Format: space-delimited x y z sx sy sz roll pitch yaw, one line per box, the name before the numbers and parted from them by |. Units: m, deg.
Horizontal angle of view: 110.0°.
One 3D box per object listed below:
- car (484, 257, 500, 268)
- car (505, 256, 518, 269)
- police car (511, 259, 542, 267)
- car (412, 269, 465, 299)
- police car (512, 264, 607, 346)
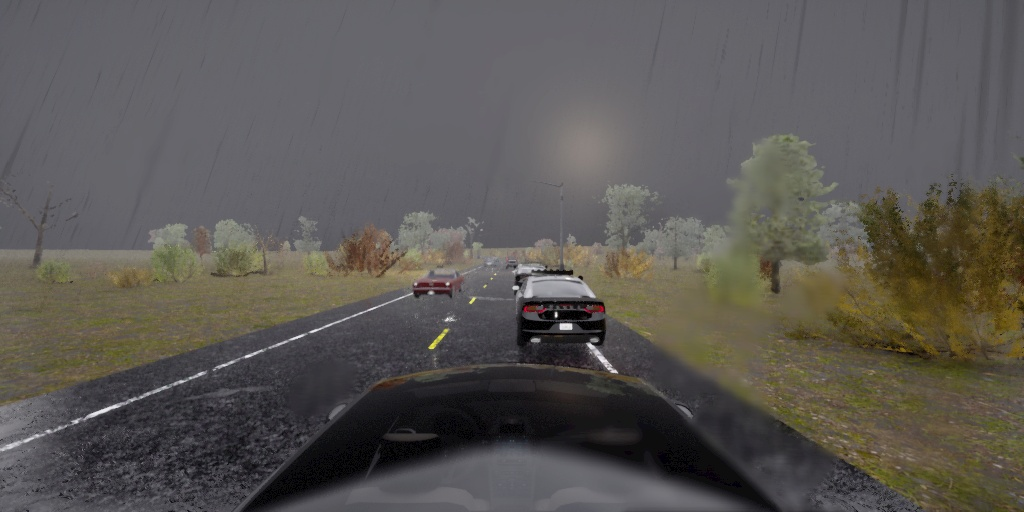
car | -3.620 1.129 59.775 2.128 1.511 4.902 0 0 0
car | 0.045 1.166 52.623 1.837 1.490 4.892 0 0 0
police car | 1.045 1.159 19.557 1.930 1.638 5.238 0 0 0
car | -3.605 1.336 18.220 1.895 1.301 4.718 0 0 0
police car | 1.048 1.170 9.555 1.930 1.638 5.238 0 0 0
